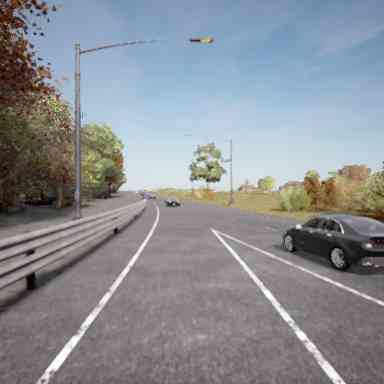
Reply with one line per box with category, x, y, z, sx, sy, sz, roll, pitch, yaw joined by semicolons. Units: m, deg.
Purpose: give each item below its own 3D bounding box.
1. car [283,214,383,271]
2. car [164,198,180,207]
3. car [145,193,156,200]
car;4.763;1.508;11.027;1.837;1.490;4.892;1;0;-11
car;-3.027;1.495;50.229;1.895;1.301;4.718;0;0;-11
car;-10.497;1.261;87.883;2.033;1.411;5.357;0;0;-11
